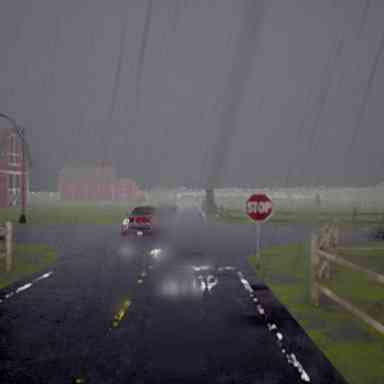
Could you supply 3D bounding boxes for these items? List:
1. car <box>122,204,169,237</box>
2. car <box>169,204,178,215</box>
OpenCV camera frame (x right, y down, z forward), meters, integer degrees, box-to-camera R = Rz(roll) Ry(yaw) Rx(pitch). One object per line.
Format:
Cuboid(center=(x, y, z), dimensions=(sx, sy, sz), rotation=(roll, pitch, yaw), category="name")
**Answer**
Cuboid(center=(-2.733, 1.577, 19.673), dimensions=(2.097, 1.767, 4.553), rotation=(1, 0, 0), category="car")
Cuboid(center=(-2.743, 2.074, 40.235), dimensions=(1.895, 1.301, 4.718), rotation=(0, -1, 0), category="car")
